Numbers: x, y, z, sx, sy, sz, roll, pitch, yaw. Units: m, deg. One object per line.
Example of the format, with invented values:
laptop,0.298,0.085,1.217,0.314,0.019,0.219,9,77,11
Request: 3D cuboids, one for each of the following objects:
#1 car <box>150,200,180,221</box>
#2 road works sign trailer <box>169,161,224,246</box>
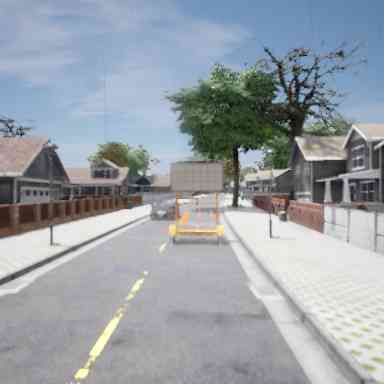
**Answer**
car,-2.068,1.359,26.126,2.128,1.511,4.902,0,0,3
road works sign trailer,0.235,0.399,14.999,2.380,3.560,2.880,0,0,2
